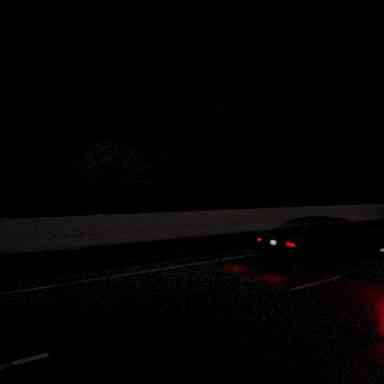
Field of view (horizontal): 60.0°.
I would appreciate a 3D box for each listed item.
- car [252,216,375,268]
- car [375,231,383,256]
[{"bbox_3d":[4.464,1.543,11.293,5.357,1.411,2.033,0,0,-35],"label":"car"},{"bbox_3d":[7.025,1.521,8.814,4.674,1.442,1.812,0,0,-35],"label":"car"}]
